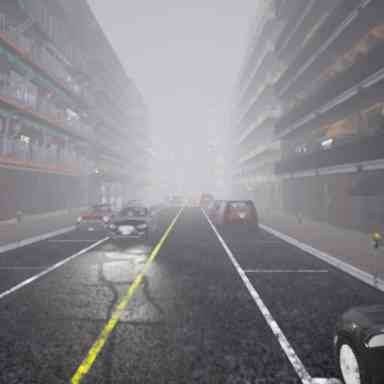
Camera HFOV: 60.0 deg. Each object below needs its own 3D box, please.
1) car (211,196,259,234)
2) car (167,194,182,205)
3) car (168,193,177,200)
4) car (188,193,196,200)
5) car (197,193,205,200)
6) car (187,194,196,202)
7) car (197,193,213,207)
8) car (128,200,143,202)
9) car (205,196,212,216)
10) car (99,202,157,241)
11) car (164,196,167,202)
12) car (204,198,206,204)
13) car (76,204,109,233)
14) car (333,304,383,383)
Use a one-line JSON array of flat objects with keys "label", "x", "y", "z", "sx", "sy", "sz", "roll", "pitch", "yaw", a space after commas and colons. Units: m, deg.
[{"label": "car", "x": 2.539, "y": 1.317, "z": 19.304, "sx": 2.192, "sy": 1.841, "sz": 5.009, "roll": -1, "pitch": 0, "yaw": 0}, {"label": "car", "x": -2.802, "y": 1.366, "z": 58.992, "sx": 2.097, "sy": 1.767, "sz": 4.553, "roll": 0, "pitch": 0, "yaw": 1}, {"label": "car", "x": -5.342, "y": 1.347, "z": 93.003, "sx": 2.192, "sy": 1.841, "sz": 5.009, "roll": -1, "pitch": 0, "yaw": 0}, {"label": "car", "x": -0.013, "y": 1.236, "z": 90.435, "sx": 2.097, "sy": 1.767, "sz": 4.553, "roll": 0, "pitch": 0, "yaw": 0}, {"label": "car", "x": 2.538, "y": 1.347, "z": 92.939, "sx": 2.192, "sy": 1.841, "sz": 5.009, "roll": -1, "pitch": 0, "yaw": 0}, {"label": "car", "x": -0.010, "y": 1.409, "z": 70.495, "sx": 2.033, "sy": 1.411, "sz": 5.357, "roll": 0, "pitch": 0, "yaw": 0}, {"label": "car", "x": 2.261, "y": 1.240, "z": 51.977, "sx": 2.150, "sy": 2.045, "sz": 5.566, "roll": 0, "pitch": 0, "yaw": 0}, {"label": "car", "x": -5.331, "y": 1.445, "z": 30.839, "sx": 1.967, "sy": 1.590, "sz": 4.097, "roll": -1, "pitch": 0, "yaw": 0}, {"label": "car", "x": 2.554, "y": 1.445, "z": 30.632, "sx": 1.967, "sy": 1.590, "sz": 4.097, "roll": -1, "pitch": 0, "yaw": 0}, {"label": "car", "x": -2.853, "y": 1.492, "z": 16.810, "sx": 2.128, "sy": 1.511, "sz": 4.902, "roll": 0, "pitch": 0, "yaw": 0}, {"label": "car", "x": -5.336, "y": 1.567, "z": 76.049, "sx": 1.887, "sy": 1.381, "sz": 4.507, "roll": -1, "pitch": 0, "yaw": 0}, {"label": "car", "x": 2.550, "y": 1.588, "z": 36.297, "sx": 1.802, "sy": 1.307, "sz": 4.206, "roll": -1, "pitch": 0, "yaw": 0}, {"label": "car", "x": -5.329, "y": 1.442, "z": 19.537, "sx": 1.967, "sy": 1.590, "sz": 4.097, "roll": -1, "pitch": 0, "yaw": 0}, {"label": "car", "x": 2.522, "y": 1.551, "z": 2.311, "sx": 2.008, "sy": 1.369, "sz": 4.403, "roll": -1, "pitch": 0, "yaw": 0}]
